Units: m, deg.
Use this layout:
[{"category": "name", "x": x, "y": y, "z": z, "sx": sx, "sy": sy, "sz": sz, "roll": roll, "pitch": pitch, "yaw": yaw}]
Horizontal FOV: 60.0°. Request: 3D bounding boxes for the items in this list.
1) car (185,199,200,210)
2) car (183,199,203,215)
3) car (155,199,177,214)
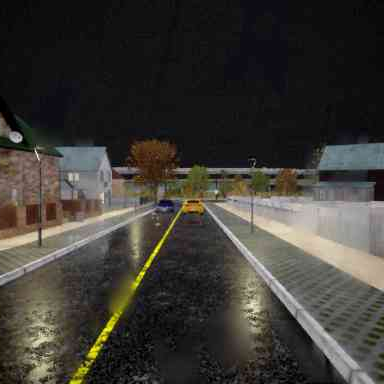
[{"category": "car", "x": 0.128, "y": 1.602, "z": 44.461, "sx": 1.895, "sy": 1.301, "sz": 4.718, "roll": 0, "pitch": 0, "yaw": 0}, {"category": "car", "x": 0.122, "y": 1.471, "z": 33.929, "sx": 1.882, "sy": 1.535, "sz": 5.008, "roll": 0, "pitch": 0, "yaw": 0}, {"category": "car", "x": -2.768, "y": 1.519, "z": 35.518, "sx": 1.812, "sy": 1.442, "sz": 4.674, "roll": 0, "pitch": 0, "yaw": 1}]
